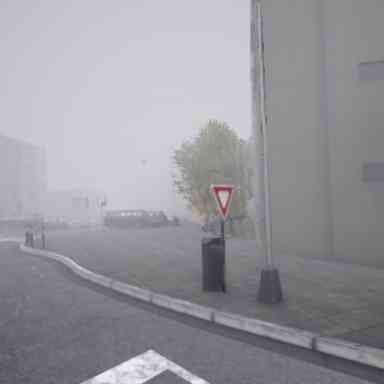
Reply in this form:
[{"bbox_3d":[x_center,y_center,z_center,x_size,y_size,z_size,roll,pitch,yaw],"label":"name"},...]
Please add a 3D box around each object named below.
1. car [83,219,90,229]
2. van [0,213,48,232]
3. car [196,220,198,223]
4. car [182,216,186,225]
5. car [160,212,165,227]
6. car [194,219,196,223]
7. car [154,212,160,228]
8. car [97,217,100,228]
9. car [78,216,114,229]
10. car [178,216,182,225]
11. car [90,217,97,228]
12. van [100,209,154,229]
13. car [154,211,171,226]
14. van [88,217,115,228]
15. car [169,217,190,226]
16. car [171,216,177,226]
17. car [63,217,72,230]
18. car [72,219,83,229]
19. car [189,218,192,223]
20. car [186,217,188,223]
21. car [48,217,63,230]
[{"bbox_3d":[-17.641,4.606,47.537,4.792,1.488,2.163,-2,-5,4],"label":"car"},{"bbox_3d":[-18.685,3.363,36.375,4.442,1.987,1.878,-2,-5,4],"label":"van"},{"bbox_3d":[-1.811,7.979,91.135,5.566,2.045,2.435,-2,-5,4],"label":"car"},{"bbox_3d":[-4.080,5.577,63.395,4.553,1.767,2.185,-2,-5,4],"label":"car"},{"bbox_3d":[-6.032,3.433,38.477,5.008,1.535,2.097,-2,-5,4],"label":"car"},{"bbox_3d":[-2.087,7.853,88.353,4.553,1.767,2.185,-2,-5,4],"label":"car"},{"bbox_3d":[-6.224,3.226,35.659,4.792,1.488,2.163,-2,-5,4],"label":"car"},{"bbox_3d":[-17.235,5.111,52.955,4.674,1.452,2.002,-2,-5,4],"label":"car"},{"bbox_3d":[-16.831,5.328,58.526,5.566,2.045,2.435,-2,-5,4],"label":"car"},{"bbox_3d":[-4.745,4.680,52.272,5.366,1.575,1.946,-2,-5,4],"label":"car"},{"bbox_3d":[-17.445,4.870,50.307,4.674,1.452,2.002,-2,-5,4],"label":"car"},{"bbox_3d":[-6.364,2.759,32.903,4.442,1.987,1.878,-2,-5,4],"label":"van"},{"bbox_3d":[-5.849,3.428,41.218,5.566,2.045,2.435,-2,-5,4],"label":"car"},{"bbox_3d":[-16.697,5.609,61.301,4.442,1.987,1.878,-2,-5,4],"label":"van"},{"bbox_3d":[-2.911,6.839,77.256,4.553,1.767,2.185,-2,-5,4],"label":"car"},{"bbox_3d":[-5.121,4.464,49.507,4.792,1.488,2.163,-2,-5,4],"label":"car"},{"bbox_3d":[-18.095,3.935,41.883,4.553,1.767,2.185,-2,-5,4],"label":"car"},{"bbox_3d":[-18.076,4.328,44.785,5.366,1.575,1.946,-2,-5,4],"label":"car"},{"bbox_3d":[-3.155,6.724,74.597,5.008,1.535,2.097,-2,-5,4],"label":"car"},{"bbox_3d":[-3.829,5.955,66.152,4.892,1.521,2.231,-2,-5,4],"label":"car"},{"bbox_3d":[-18.349,3.813,39.104,5.008,1.535,2.097,-2,-5,4],"label":"car"}]
